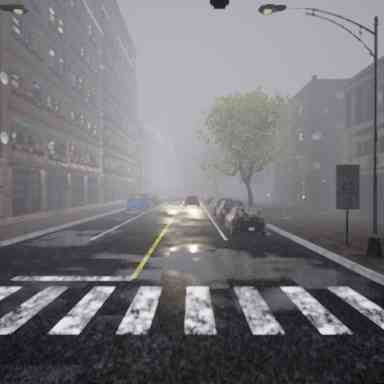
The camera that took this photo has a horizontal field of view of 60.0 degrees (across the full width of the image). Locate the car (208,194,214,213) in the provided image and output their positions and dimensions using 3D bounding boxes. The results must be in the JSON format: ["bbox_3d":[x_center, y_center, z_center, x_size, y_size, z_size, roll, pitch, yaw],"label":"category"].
[{"bbox_3d":[2.692,1.224,28.607,1.967,1.590,4.097,0,0,0],"label":"car"}]

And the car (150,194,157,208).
[{"bbox_3d":[-5.687,1.286,40.005,1.802,1.307,4.206,0,0,0],"label":"car"}]

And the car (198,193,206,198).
[{"bbox_3d":[2.698,0.937,91.270,1.887,1.381,4.507,0,0,0],"label":"car"}]

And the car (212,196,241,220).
[{"bbox_3d":[2.692,1.266,22.911,1.967,1.590,4.097,0,0,0],"label":"car"}]

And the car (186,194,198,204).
[{"bbox_3d":[0.006,1.135,54.404,1.812,1.442,4.674,0,0,0],"label":"car"}]

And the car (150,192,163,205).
[{"bbox_3d":[-5.687,0.980,45.699,2.192,1.841,5.009,0,0,0],"label":"car"}]

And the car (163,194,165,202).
[{"bbox_3d":[-5.686,1.194,51.398,1.947,1.339,4.313,0,0,0],"label":"car"}]

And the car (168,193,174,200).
[{"bbox_3d":[-5.685,1.016,74.015,1.752,1.417,4.829,0,0,0],"label":"car"}]

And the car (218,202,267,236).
[{"bbox_3d":[2.691,1.418,17.215,2.008,1.369,4.403,0,0,0],"label":"car"}]

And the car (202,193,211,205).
[{"bbox_3d":[2.694,1.216,45.698,2.008,1.369,4.403,0,0,0],"label":"car"}]

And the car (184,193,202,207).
[{"bbox_3d":[0.005,1.154,43.987,1.882,1.535,5.008,0,0,0],"label":"car"}]

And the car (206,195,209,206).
[{"bbox_3d":[2.693,1.325,34.306,1.802,1.307,4.206,0,0,0],"label":"car"}]

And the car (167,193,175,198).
[{"bbox_3d":[-5.683,0.959,91.274,1.947,1.339,4.313,0,0,0],"label":"car"}]

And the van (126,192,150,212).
[{"bbox_3d":[-5.688,1.084,34.306,1.690,1.788,3.998,0,0,0],"label":"van"}]

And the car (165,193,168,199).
[{"bbox_3d":[-5.686,1.144,57.094,2.008,1.369,4.403,0,0,0],"label":"car"}]

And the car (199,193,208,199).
[{"bbox_3d":[2.697,1.006,79.879,2.008,1.369,4.403,0,0,0],"label":"car"}]
